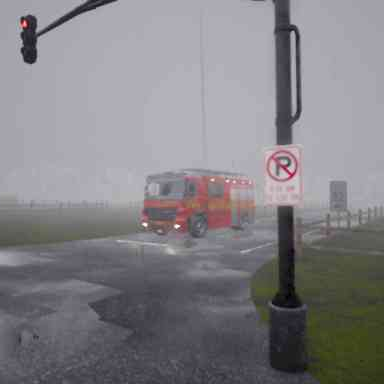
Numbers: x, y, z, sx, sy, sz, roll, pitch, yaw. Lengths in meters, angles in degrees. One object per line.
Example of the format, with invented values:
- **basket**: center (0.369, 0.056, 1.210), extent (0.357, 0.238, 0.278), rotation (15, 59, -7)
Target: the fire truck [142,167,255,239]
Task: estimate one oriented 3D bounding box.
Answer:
- **fire truck**: center (0.801, 0.612, 20.425), extent (2.891, 3.827, 8.468), rotation (-1, -1, 36)
